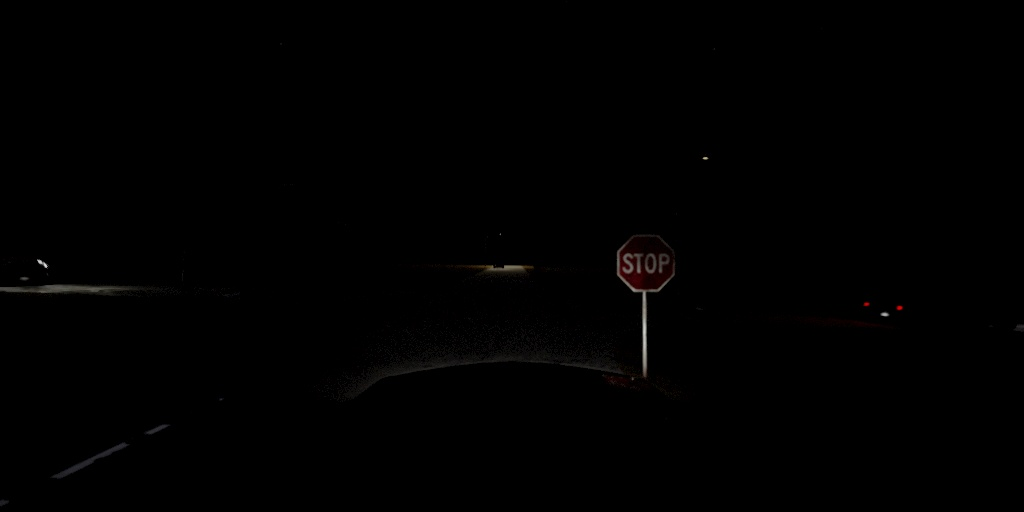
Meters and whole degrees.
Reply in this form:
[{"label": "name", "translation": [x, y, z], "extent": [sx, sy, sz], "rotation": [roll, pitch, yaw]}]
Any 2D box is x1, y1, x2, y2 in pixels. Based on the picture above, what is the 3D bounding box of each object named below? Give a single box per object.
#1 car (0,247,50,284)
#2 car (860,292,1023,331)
[{"label": "car", "translation": [-22.000, 0.243, 14.581], "extent": [4.553, 1.767, 2.097], "rotation": [2, -2, 0]}, {"label": "car", "translation": [17.380, 2.171, 14.600], "extent": [4.718, 1.301, 1.895], "rotation": [2, -2, 0]}]
